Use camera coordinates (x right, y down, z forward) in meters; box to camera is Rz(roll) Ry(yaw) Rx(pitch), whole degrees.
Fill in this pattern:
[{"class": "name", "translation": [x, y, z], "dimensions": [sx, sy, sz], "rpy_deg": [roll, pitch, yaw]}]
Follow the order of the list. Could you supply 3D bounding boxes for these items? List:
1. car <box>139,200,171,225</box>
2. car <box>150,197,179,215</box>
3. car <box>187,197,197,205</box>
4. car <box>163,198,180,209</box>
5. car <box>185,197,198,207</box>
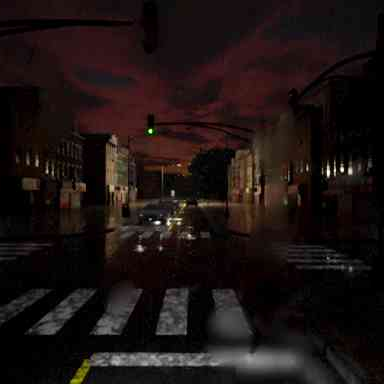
[{"class": "car", "translation": [-2.857, 1.598, 25.167], "dimensions": [1.812, 1.442, 4.674], "rpy_deg": [0, 0, 0]}, {"class": "car", "translation": [-2.862, 1.596, 35.531], "dimensions": [2.128, 1.511, 4.902], "rpy_deg": [0, 0, 0]}, {"class": "car", "translation": [-0.025, 1.794, 65.855], "dimensions": [1.994, 1.385, 4.181], "rpy_deg": [0, 0, 0]}, {"class": "car", "translation": [-2.852, 1.644, 47.932], "dimensions": [2.128, 1.511, 4.902], "rpy_deg": [0, 0, 0]}, {"class": "car", "translation": [-0.021, 1.689, 55.438], "dimensions": [1.837, 1.490, 4.892], "rpy_deg": [0, 0, 0]}]
